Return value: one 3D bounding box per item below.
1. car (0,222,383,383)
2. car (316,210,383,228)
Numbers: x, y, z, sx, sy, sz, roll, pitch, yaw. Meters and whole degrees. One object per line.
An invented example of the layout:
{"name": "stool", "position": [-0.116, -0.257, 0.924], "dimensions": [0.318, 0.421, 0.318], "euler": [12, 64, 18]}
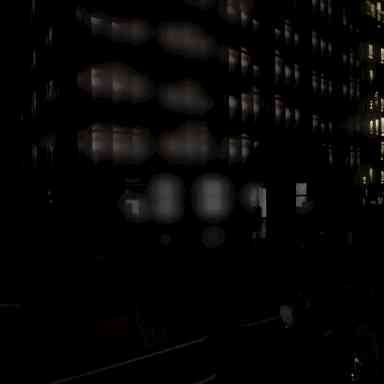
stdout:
{"name": "car", "position": [-0.071, 1.351, 3.384], "dimensions": [4.553, 1.767, 2.097], "euler": [0, 0, -36]}
{"name": "car", "position": [7.474, 1.542, 15.764], "dimensions": [4.507, 1.381, 1.887], "euler": [0, -1, -35]}
